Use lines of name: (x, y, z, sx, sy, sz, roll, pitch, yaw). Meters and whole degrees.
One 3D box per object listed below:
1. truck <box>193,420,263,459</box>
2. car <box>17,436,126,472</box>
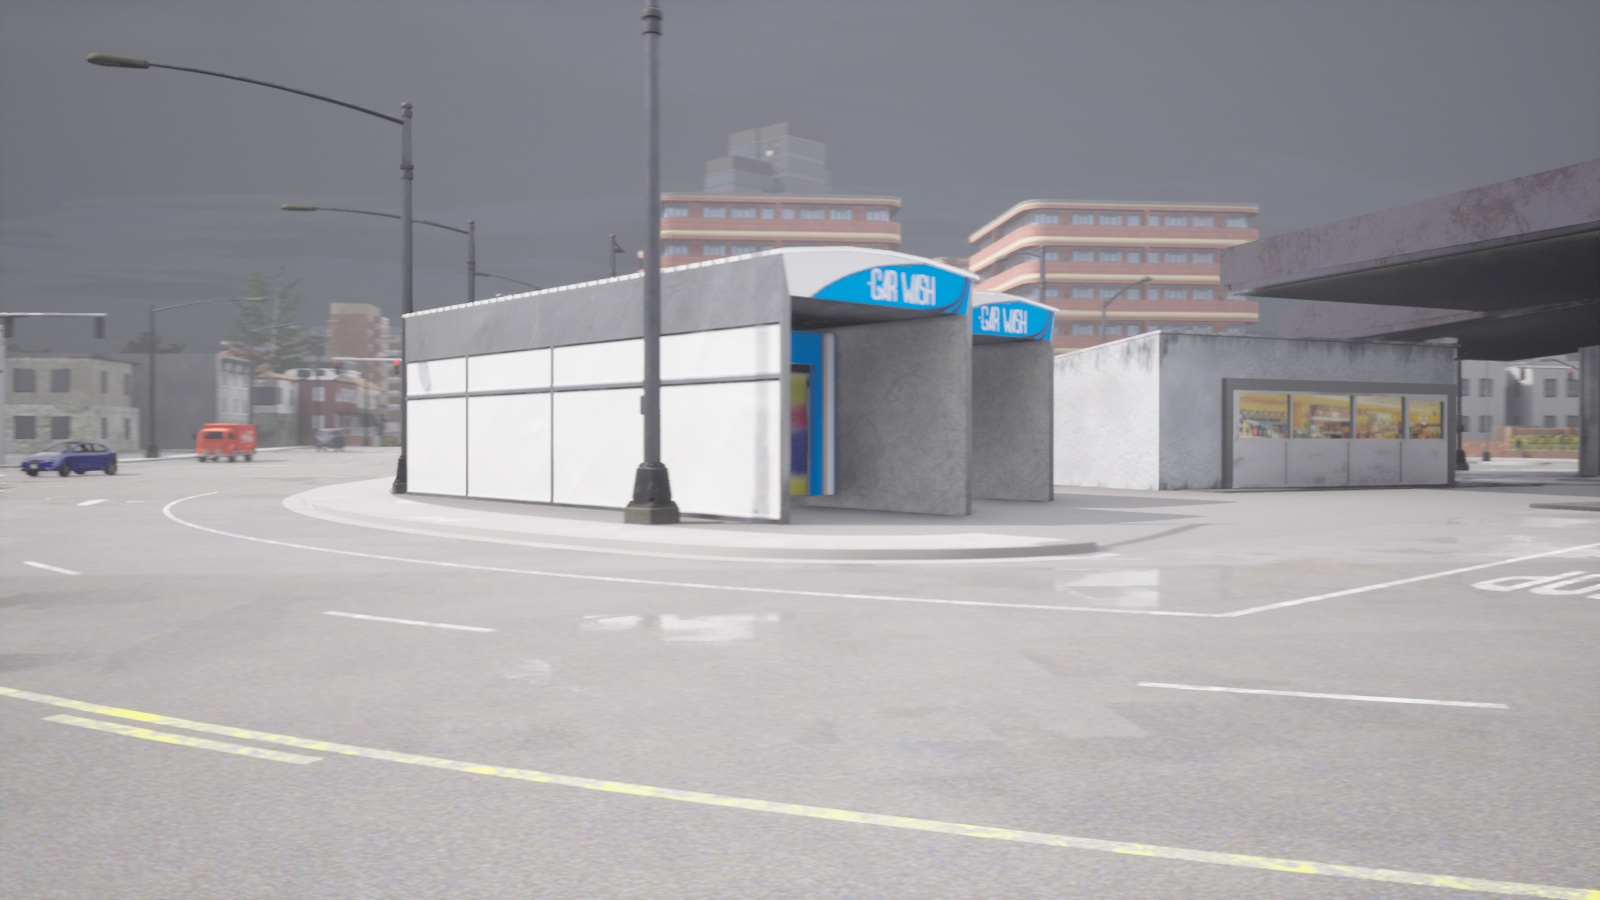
truck: (-37.242, -0.732, 81.885, 2.627, 2.467, 5.204, 0, 1, -6)
car: (-31.240, 0.158, 54.005, 1.816, 1.474, 4.193, 0, 1, 9)
